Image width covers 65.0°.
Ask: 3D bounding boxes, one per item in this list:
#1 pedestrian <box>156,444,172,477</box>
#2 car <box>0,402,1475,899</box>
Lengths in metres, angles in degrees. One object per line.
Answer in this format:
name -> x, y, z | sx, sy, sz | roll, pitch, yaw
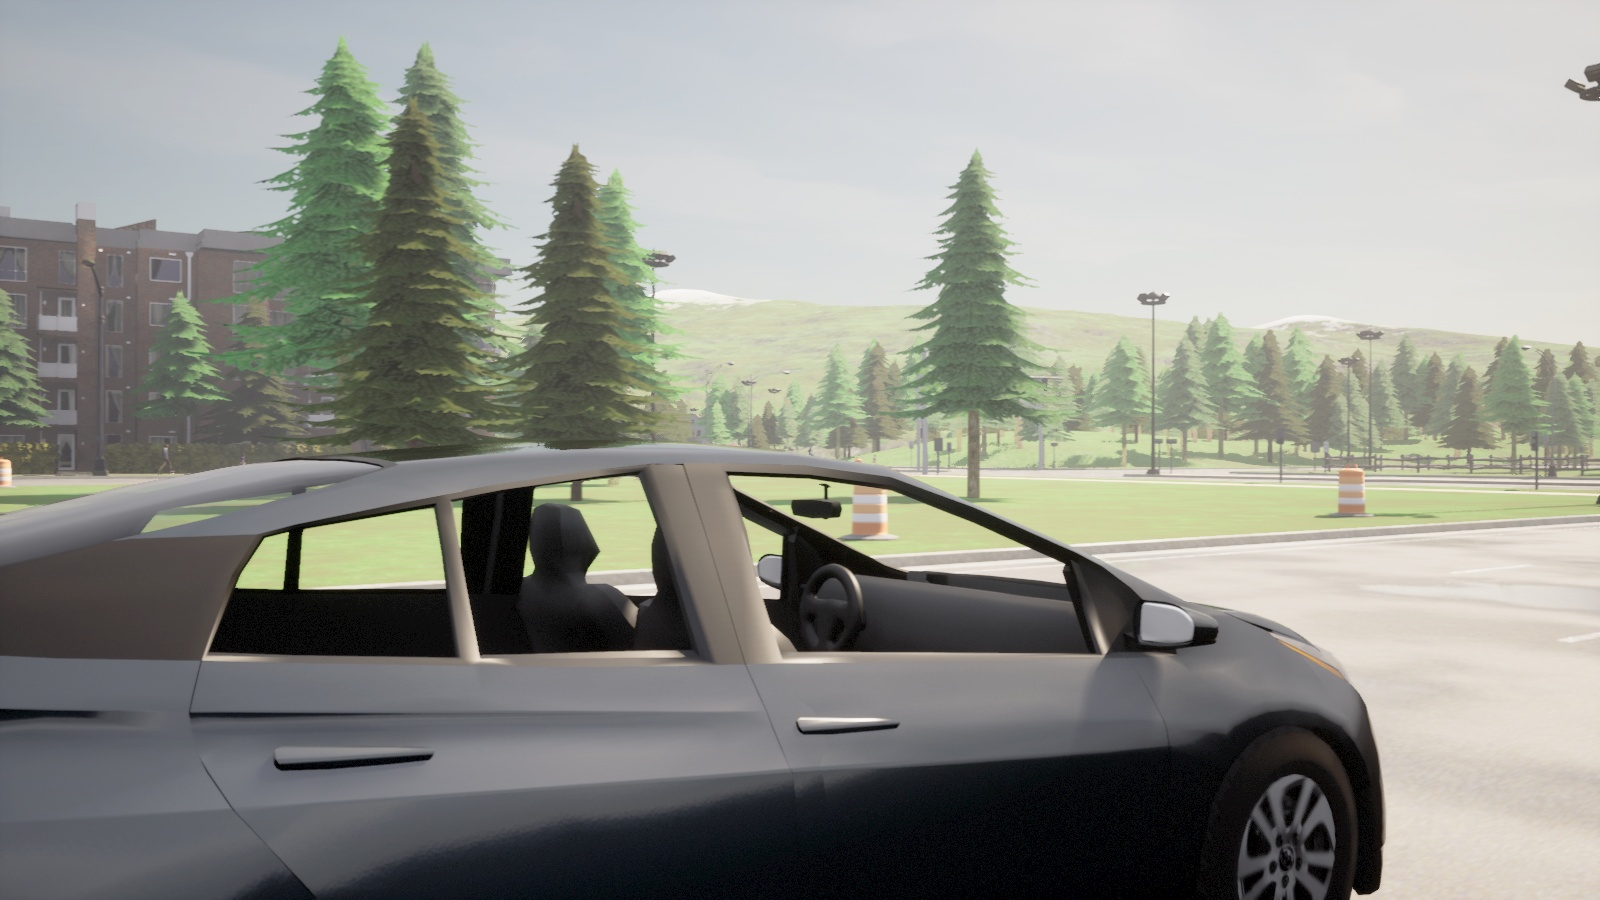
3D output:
pedestrian -> -37.638, 0.636, 74.337 | 0.788, 1.949, 0.423 | 0, 0, -35
car -> -0.337, 0.701, 3.424 | 4.514, 1.525, 2.007 | 0, 0, -35
